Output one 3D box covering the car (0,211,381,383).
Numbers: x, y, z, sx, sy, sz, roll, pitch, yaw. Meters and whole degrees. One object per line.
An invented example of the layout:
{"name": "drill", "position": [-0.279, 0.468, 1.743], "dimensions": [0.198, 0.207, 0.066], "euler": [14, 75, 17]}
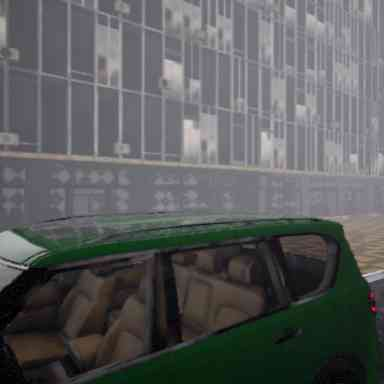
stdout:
{"name": "car", "position": [-0.767, 1.225, 2.525], "dimensions": [5.566, 2.045, 2.150], "euler": [0, 0, -36]}
